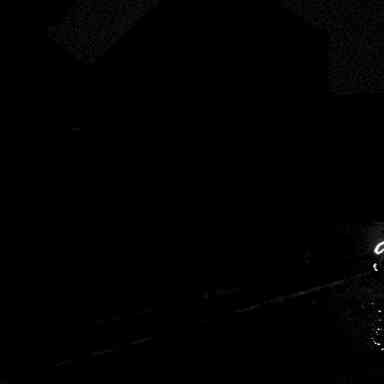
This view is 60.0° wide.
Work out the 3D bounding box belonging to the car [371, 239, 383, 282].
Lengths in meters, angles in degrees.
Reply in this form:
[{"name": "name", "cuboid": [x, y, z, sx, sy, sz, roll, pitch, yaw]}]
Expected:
[{"name": "car", "cuboid": [6.501, 1.322, 8.415, 4.553, 1.767, 2.097, 0, 0, -36]}]
